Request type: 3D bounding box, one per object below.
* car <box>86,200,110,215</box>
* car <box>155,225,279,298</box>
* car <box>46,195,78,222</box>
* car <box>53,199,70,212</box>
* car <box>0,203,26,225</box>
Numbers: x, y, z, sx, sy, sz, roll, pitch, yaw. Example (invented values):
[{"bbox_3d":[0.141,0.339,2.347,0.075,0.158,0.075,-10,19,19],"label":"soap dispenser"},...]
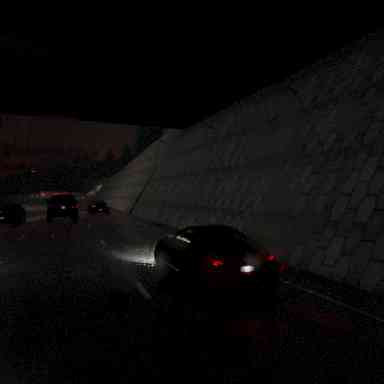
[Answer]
[{"bbox_3d":[-9.774,1.525,34.541,1.812,1.442,4.674,0,0,-22],"label":"car"},{"bbox_3d":[0.406,1.564,8.751,1.994,1.385,4.181,0,0,-21],"label":"car"},{"bbox_3d":[-10.446,1.223,26.757,2.150,2.045,5.566,0,0,-23],"label":"car"},{"bbox_3d":[-15.701,1.601,40.004,1.895,1.301,4.718,0,0,-22],"label":"car"},{"bbox_3d":[-12.893,1.477,23.378,1.882,1.535,5.008,0,0,-22],"label":"car"}]
